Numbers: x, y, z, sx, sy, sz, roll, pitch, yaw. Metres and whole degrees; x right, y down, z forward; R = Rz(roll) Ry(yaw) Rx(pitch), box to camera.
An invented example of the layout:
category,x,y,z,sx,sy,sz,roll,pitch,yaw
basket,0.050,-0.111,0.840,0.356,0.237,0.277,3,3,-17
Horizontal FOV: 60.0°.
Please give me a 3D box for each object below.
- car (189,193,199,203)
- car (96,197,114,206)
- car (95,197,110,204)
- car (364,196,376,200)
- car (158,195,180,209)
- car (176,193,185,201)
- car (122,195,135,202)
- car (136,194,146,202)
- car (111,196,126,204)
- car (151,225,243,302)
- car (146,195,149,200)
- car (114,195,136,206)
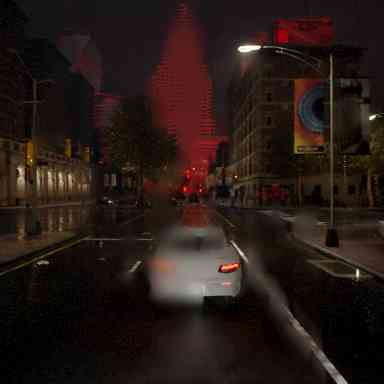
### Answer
category,x,y,z,sx,sy,sz,roll,pitch,yaw
car,0.427,1.352,70.382,2.097,1.767,4.553,0,0,0
car,-14.812,1.547,56.819,2.033,1.411,5.357,0,0,0
car,-17.930,1.595,66.904,1.895,1.301,4.718,0,0,0
car,34.771,1.481,68.044,2.231,1.521,4.892,0,0,0
car,-3.370,1.564,46.364,1.994,1.385,4.181,0,0,8
car,-3.085,1.218,86.476,2.150,2.045,5.566,0,0,0
car,-14.633,1.478,76.772,1.882,1.535,5.008,0,0,0
car,-11.201,1.547,66.567,2.033,1.411,5.357,0,0,1
car,-14.699,1.505,66.358,1.837,1.490,4.892,0,0,1
car,0.115,1.526,8.149,1.812,1.442,4.674,0,0,1
car,-11.132,1.355,76.787,2.097,1.767,4.553,0,0,0
car,-11.313,1.478,56.753,1.882,1.535,5.008,0,0,0
